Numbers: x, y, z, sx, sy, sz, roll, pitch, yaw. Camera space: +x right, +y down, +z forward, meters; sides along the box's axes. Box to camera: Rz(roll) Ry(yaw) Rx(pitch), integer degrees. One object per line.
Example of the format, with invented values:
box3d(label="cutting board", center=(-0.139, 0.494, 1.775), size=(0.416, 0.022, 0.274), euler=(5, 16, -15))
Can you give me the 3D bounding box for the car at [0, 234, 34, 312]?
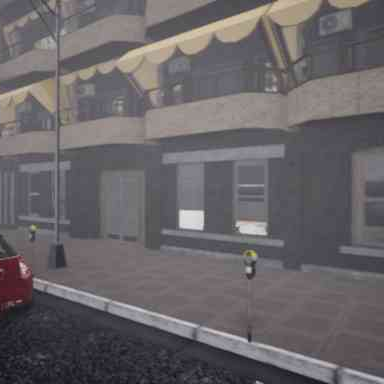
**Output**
box3d(label="car", center=(-4.874, 1.401, 6.354), size=(4.097, 1.590, 1.967), euler=(0, 0, 36))
